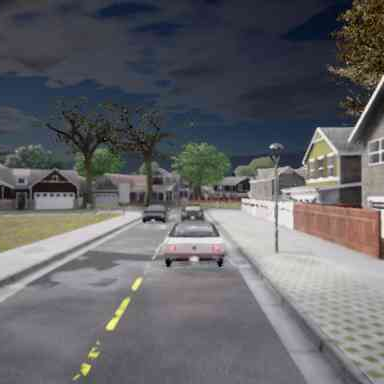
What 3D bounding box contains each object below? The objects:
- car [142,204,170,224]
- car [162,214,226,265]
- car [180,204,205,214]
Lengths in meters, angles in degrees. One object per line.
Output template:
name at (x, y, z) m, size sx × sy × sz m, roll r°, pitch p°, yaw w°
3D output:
car at (-2.828, 1.716, 27.038) m, size 2.033 × 1.411 × 5.357 m, roll 0°, pitch 0°, yaw 0°
car at (0.074, 1.674, 11.877) m, size 1.895 × 1.301 × 4.718 m, roll 0°, pitch 0°, yaw 0°
car at (0.063, 1.689, 26.139) m, size 1.812 × 1.442 × 4.674 m, roll 0°, pitch 0°, yaw 0°
